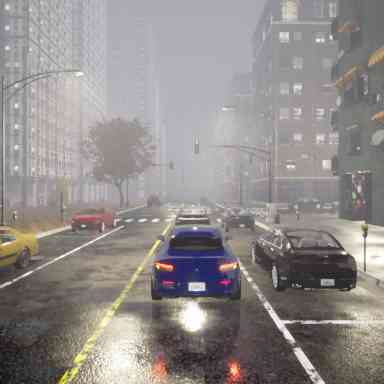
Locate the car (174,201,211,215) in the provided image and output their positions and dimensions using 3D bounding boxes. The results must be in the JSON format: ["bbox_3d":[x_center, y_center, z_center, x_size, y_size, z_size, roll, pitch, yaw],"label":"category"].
[{"bbox_3d":[0.045,1.495,18.334,2.128,1.511,4.902,0,0,0],"label":"car"}]

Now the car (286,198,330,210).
[{"bbox_3d":[13.352,1.359,39.245,4.403,1.369,2.008,-1,1,-1],"label":"car"}]

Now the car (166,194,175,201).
[{"bbox_3d":[-5.867,1.410,90.850,2.192,1.841,5.009,0,0,0],"label":"car"}]

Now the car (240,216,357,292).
[{"bbox_3d":[2.676,1.552,8.752,2.008,1.369,4.403,0,0,0],"label":"car"}]

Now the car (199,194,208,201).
[{"bbox_3d":[2.547,1.630,74.298,1.947,1.339,4.313,0,0,0],"label":"car"}]

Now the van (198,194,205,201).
[{"bbox_3d":[2.524,1.425,85.344,1.690,1.788,3.998,0,0,0],"label":"van"}]

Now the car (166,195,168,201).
[{"bbox_3d":[-5.802,1.607,57.713,1.947,1.339,4.313,0,0,0],"label":"car"}]

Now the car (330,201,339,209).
[{"bbox_3d":[18.749,1.259,39.310,4.829,1.417,1.752,-1,1,-1],"label":"car"}]

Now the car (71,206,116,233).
[{"bbox_3d":[-5.727,1.549,19.802,1.887,1.381,4.507,0,0,0],"label":"car"}]

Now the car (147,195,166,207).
[{"bbox_3d":[-5.791,1.349,52.190,2.192,1.841,5.009,0,0,0],"label":"car"}]

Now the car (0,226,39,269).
[{"bbox_3d":[-5.704,1.526,8.566,1.752,1.417,4.829,0,0,0],"label":"car"}]

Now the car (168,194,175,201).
[{"bbox_3d":[-5.856,1.650,85.328,1.947,1.339,4.313,0,0,0],"label":"car"}]

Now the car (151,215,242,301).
[{"bbox_3d":[0.078,1.526,8.232,1.812,1.442,4.674,0,0,0],"label":"car"}]

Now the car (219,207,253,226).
[{"bbox_3d":[2.654,1.555,19.818,2.008,1.369,4.403,0,0,0],"label":"car"}]

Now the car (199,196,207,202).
[{"bbox_3d":[2.535,1.599,79.990,1.752,1.417,4.829,0,0,0],"label":"car"}]
